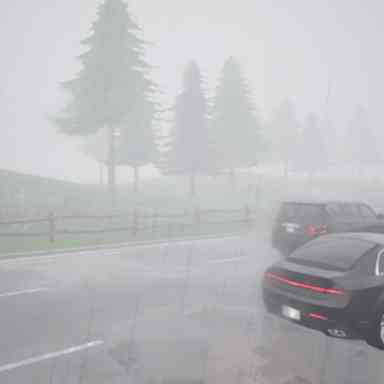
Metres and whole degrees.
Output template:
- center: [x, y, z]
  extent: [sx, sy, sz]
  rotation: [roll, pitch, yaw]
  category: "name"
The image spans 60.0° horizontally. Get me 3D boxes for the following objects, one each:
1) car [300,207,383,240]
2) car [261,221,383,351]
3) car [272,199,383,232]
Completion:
- center: [8.545, 1.651, 18.629]
  extent: [5.357, 1.411, 2.033]
  rotation: [0, 0, -36]
  category: "car"
- center: [3.435, 1.541, 6.310]
  extent: [4.892, 1.490, 1.837]
  rotation: [0, 0, -35]
  category: "car"
- center: [5.228, 1.288, 11.893]
  extent: [5.566, 2.045, 2.150]
  rotation: [0, 0, -36]
  category: "car"
